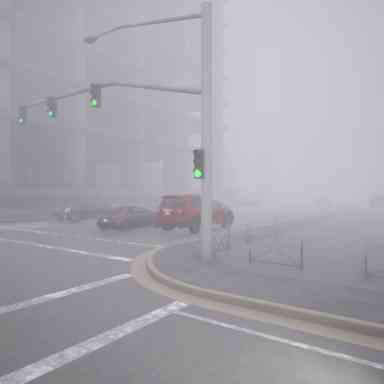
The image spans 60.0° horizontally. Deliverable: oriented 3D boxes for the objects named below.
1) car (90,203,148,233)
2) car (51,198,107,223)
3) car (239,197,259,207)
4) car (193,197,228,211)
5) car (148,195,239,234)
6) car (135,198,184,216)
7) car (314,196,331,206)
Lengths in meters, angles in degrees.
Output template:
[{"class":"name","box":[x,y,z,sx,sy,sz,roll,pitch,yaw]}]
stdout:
[{"class":"car","box":[-3.548,1.508,19.675,1.994,1.385,4.181,0,0,35]},{"class":"car","box":[-8.329,1.296,25.407,2.097,1.767,4.553,0,0,36]},{"class":"car","box":[8.246,1.470,48.734,1.812,1.442,4.674,0,0,36]},{"class":"car","box":[2.385,1.422,40.519,1.882,1.535,5.008,0,0,36]},{"class":"car","box":[0.293,1.166,19.053,2.150,2.045,5.566,0,0,35]},{"class":"car","box":[-3.065,1.436,32.831,2.128,1.511,4.902,0,0,35]},{"class":"car","box":[21.844,1.422,55.548,1.882,1.535,5.008,0,0,35]}]
